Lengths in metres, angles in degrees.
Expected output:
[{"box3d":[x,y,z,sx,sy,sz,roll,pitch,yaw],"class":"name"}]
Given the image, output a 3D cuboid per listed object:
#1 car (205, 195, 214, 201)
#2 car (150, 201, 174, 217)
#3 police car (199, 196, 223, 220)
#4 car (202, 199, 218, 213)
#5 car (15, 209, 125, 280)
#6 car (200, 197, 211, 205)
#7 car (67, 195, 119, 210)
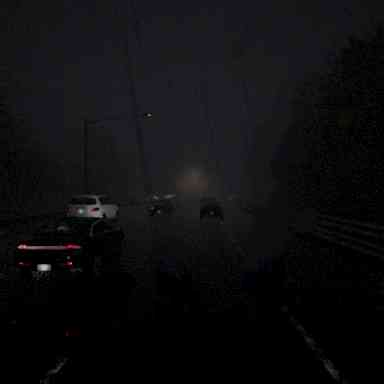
[{"box3d":[4.259,1.434,80.235,2.033,1.411,5.357,0,0,6],"class":"car"},{"box3d":[-2.722,1.513,30.735,1.812,1.442,4.674,0,0,2],"class":"car"},{"box3d":[1.610,1.415,28.213,1.930,1.638,5.238,0,0,2],"class":"police car"},{"box3d":[2.043,1.517,37.968,1.812,1.442,4.674,0,0,3],"class":"car"},{"box3d":[-3.300,1.484,9.925,2.128,1.511,4.902,0,0,1],"class":"car"},{"box3d":[2.551,1.569,62.187,1.994,1.385,4.181,0,0,5],"class":"car"},{"box3d":[-6.526,1.208,22.457,2.150,2.045,5.566,0,0,2],"class":"car"}]
